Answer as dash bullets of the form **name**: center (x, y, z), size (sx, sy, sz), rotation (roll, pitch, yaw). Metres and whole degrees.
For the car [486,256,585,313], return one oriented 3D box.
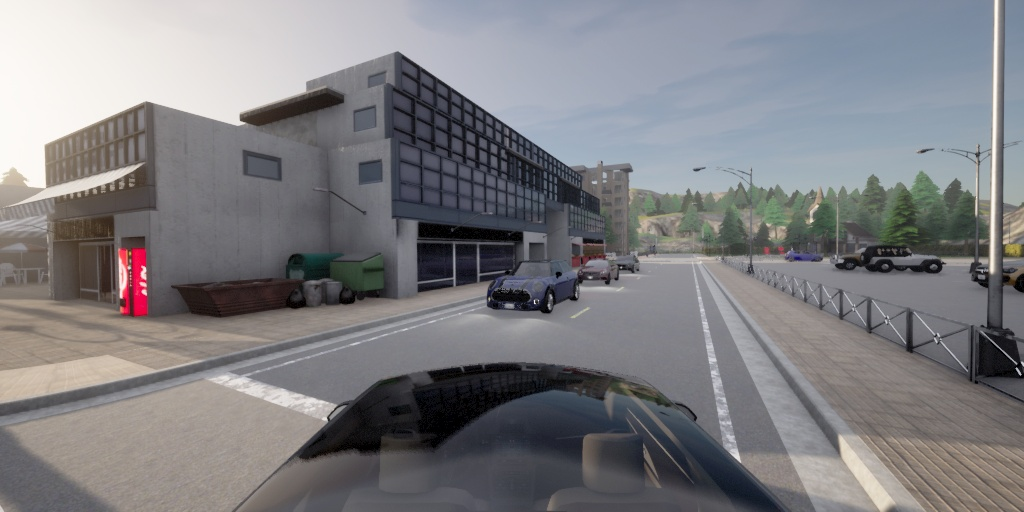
- **car**: center (0.915, 0.911, 13.060), size (2.097, 1.767, 4.553), rotation (0, 1, 26)

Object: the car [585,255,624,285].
- **car**: center (5.397, 0.876, 22.113), size (1.812, 1.442, 4.674), rotation (0, 1, 26)

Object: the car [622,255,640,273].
- **car**: center (9.964, 0.644, 31.301), size (1.837, 1.490, 4.892), rotation (0, 1, 27)
